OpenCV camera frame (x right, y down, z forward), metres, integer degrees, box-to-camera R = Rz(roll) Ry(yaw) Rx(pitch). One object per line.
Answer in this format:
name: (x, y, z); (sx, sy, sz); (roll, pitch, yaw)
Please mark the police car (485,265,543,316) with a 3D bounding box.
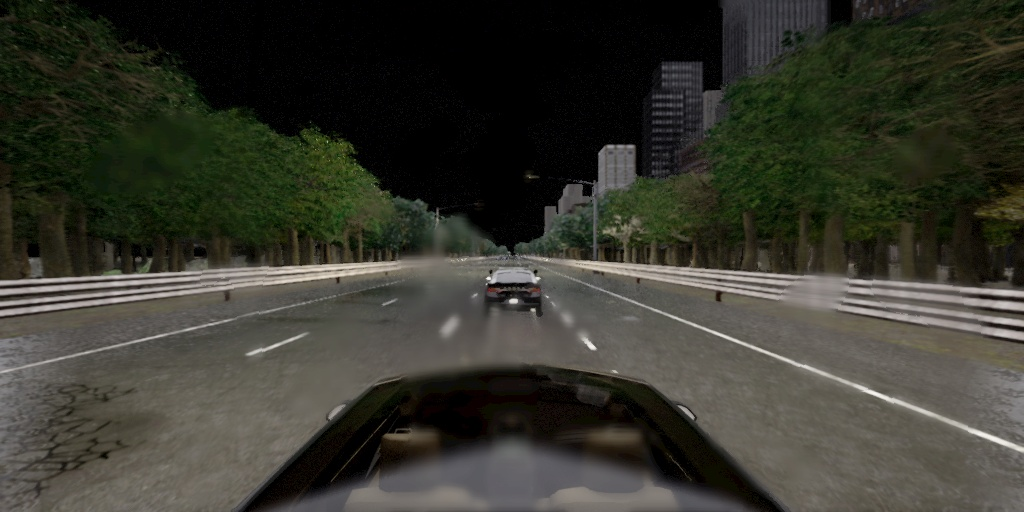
police car: (0.057, 1.152, 13.446); (1.930, 1.638, 5.238); (0, 0, 0)
